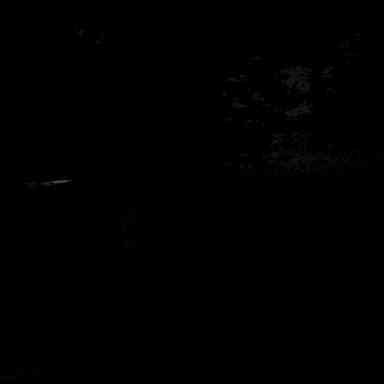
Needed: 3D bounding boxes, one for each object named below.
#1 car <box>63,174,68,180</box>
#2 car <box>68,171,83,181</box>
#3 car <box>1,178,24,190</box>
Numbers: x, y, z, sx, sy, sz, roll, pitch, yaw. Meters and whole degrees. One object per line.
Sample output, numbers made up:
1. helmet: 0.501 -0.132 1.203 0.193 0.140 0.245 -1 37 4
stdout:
1. car: -19.978 -2.883 56.863 1.895 1.301 4.718 0 7 13
2. car: -17.000 -2.653 53.095 2.128 1.511 4.902 -1 7 11
3. car: -22.843 -1.205 40.879 2.097 1.767 4.553 0 7 8
